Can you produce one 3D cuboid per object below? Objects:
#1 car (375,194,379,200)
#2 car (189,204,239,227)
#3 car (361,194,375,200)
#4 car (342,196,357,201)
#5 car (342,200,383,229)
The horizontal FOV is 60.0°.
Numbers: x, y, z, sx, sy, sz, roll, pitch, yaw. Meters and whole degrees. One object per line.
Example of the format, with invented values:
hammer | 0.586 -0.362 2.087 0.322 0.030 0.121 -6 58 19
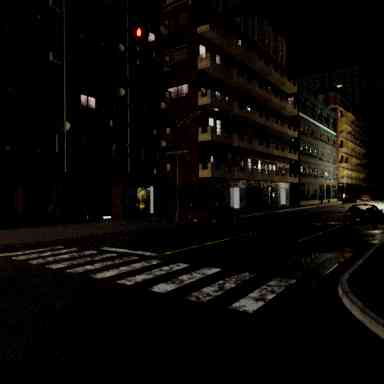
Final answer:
car | 43.948 1.231 80.174 1.947 1.339 4.313 -1 0 36
car | 1.541 1.515 22.564 1.887 1.381 4.507 -1 0 36
car | 37.227 1.293 71.009 1.802 1.307 4.206 -1 0 36
car | 27.145 1.347 57.262 1.947 1.339 4.313 -1 0 36
car | 10.467 1.371 20.174 1.887 1.381 4.507 -1 0 36
